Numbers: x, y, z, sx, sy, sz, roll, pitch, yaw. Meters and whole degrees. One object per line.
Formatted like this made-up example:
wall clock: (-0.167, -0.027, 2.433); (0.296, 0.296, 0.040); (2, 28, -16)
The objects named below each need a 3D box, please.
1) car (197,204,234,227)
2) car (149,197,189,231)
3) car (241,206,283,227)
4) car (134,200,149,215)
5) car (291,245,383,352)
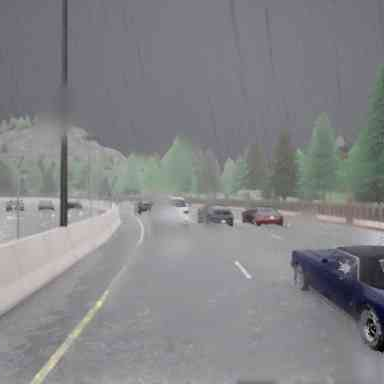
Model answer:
car: (1.604, 1.647, 24.098); (1.837, 1.490, 4.892); (0, 0, -10)
car: (-1.512, 1.342, 21.790); (2.150, 2.045, 5.566); (0, 0, -9)
car: (5.072, 1.716, 24.540); (1.994, 1.385, 4.181); (0, 0, -10)
car: (-5.377, 1.702, 37.466); (1.837, 1.490, 4.892); (0, 0, -18)
car: (3.429, 1.645, 6.195); (1.895, 1.301, 4.718); (0, 0, -2)
